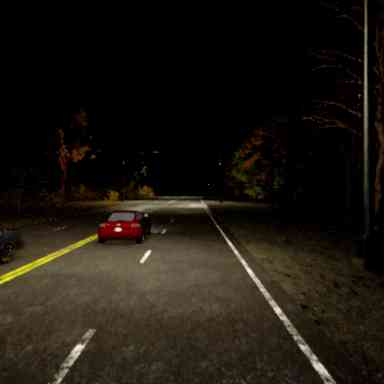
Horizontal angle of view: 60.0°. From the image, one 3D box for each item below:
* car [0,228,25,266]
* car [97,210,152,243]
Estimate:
[{"bbox_3d":[-6.563,1.544,8.880,2.033,1.411,5.357,0,0,0],"label":"car"},{"bbox_3d":[-3.119,1.556,16.102,1.994,1.385,4.181,0,0,0],"label":"car"}]
